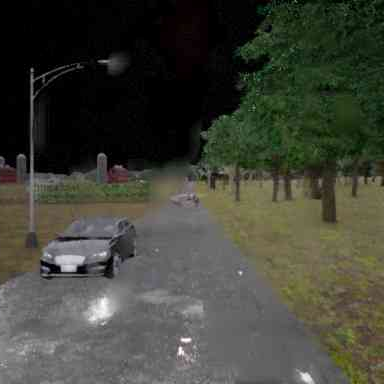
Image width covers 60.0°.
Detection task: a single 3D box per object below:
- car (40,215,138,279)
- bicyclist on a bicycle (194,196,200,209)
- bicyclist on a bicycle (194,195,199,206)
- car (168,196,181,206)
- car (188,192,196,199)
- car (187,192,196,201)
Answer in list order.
[{"bbox_3d":[-2.850,1.504,10.138,2.128,1.511,4.902,0,0,0],"label":"car"},{"bbox_3d":[0.753,1.498,44.102,0.582,1.620,1.656,0,0,0],"label":"bicyclist on a bicycle"},{"bbox_3d":[0.735,1.380,54.782,0.866,1.612,1.509,0,1,0],"label":"bicyclist on a bicycle"},{"bbox_3d":[-2.810,1.440,53.138,1.882,1.535,5.008,0,1,0],"label":"car"},{"bbox_3d":[-0.004,0.844,86.073,2.097,1.767,4.553,0,1,0],"label":"car"},{"bbox_3d":[-0.004,1.243,74.902,1.812,1.442,4.674,0,1,0],"label":"car"}]
